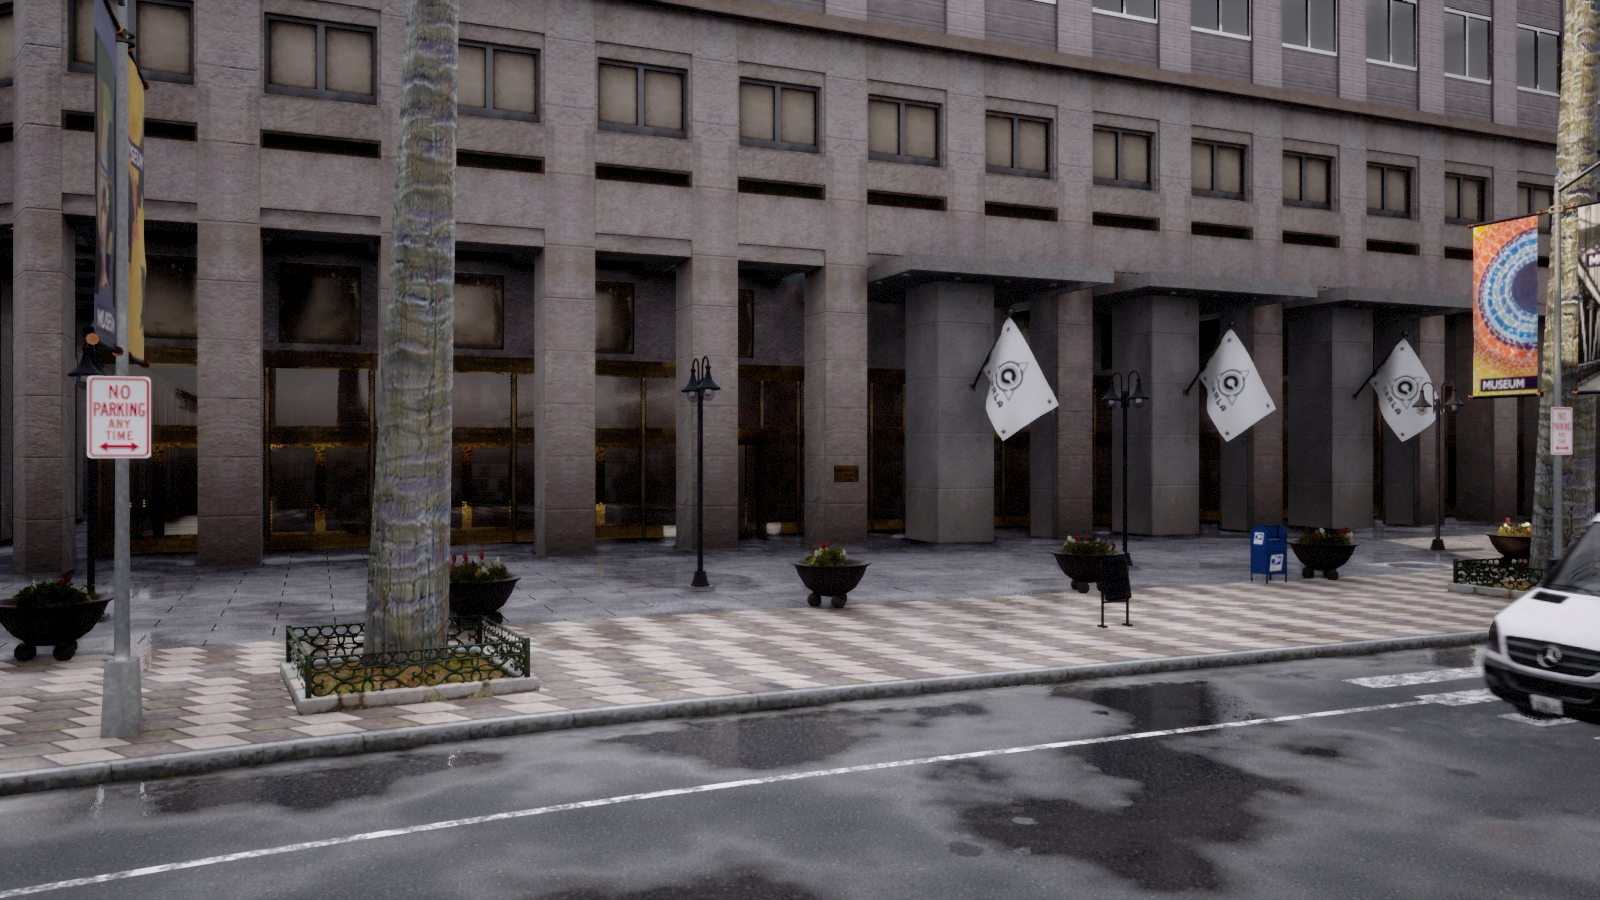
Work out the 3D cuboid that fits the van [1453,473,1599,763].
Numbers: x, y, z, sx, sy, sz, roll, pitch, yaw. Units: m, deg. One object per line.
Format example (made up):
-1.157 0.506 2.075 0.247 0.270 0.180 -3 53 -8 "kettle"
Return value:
9.852 1.534 11.712 5.915 2.561 1.988 0 0 -18 "van"
